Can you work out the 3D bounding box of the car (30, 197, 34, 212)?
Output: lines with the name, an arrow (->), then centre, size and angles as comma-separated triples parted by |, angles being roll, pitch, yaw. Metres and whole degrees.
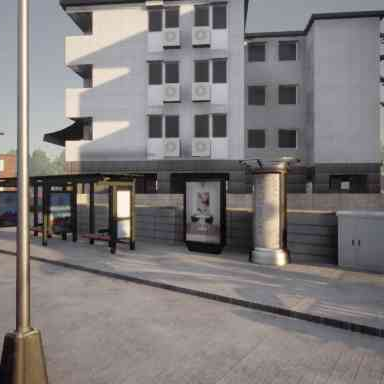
car -> -16.871, 1.352, 34.256 | 2.097, 1.767, 4.553 | 0, 0, 36
